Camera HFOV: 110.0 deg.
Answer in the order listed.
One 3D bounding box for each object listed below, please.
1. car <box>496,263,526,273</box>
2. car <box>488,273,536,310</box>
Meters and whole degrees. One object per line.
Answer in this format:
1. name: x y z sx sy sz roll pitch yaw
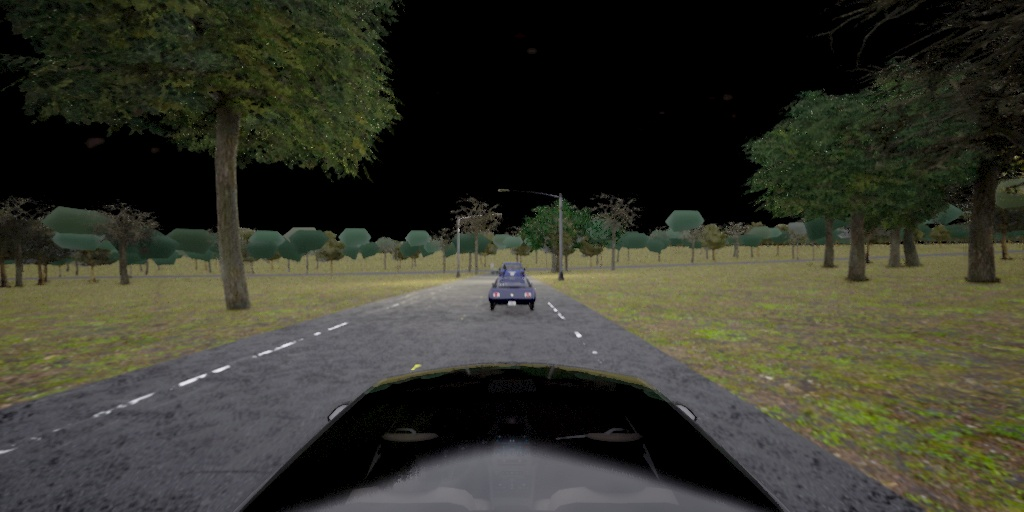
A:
1. car: 0.024 1.611 30.916 2.150 2.045 5.566 0 -2 0
2. car: 0.013 1.571 15.950 1.895 1.301 4.718 0 -1 0
